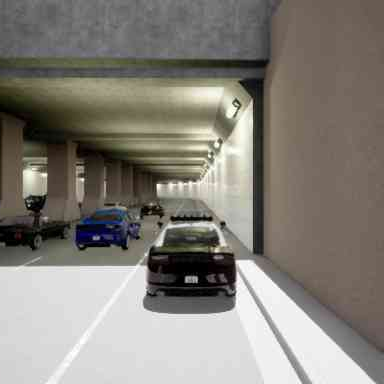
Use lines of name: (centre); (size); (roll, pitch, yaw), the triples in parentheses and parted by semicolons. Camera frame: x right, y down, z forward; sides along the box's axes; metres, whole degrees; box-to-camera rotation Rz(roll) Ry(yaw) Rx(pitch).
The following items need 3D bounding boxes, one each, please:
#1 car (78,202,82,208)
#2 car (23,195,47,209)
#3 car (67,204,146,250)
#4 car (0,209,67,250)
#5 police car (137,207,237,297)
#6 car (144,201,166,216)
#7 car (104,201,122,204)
car: (-13.895, 1.603, 37.279); (2.033, 1.411, 5.357); (0, 0, 0)
car: (-17.395, 1.327, 37.249); (2.150, 2.045, 5.566); (0, 0, 0)
car: (-3.395, 1.485, 14.279); (1.882, 1.535, 5.008); (0, 0, 0)
car: (-6.895, 1.617, 14.309); (1.895, 1.301, 4.718); (0, 0, 0)
police car: (-0.012, 1.424, 8.760); (1.930, 1.638, 5.238); (0, 0, 0)
car: (-3.395, 1.496, 29.279); (2.128, 1.511, 4.902); (0, 0, 0)
car: (-6.895, 1.533, 29.279); (1.812, 1.442, 4.674); (0, 0, 0)
